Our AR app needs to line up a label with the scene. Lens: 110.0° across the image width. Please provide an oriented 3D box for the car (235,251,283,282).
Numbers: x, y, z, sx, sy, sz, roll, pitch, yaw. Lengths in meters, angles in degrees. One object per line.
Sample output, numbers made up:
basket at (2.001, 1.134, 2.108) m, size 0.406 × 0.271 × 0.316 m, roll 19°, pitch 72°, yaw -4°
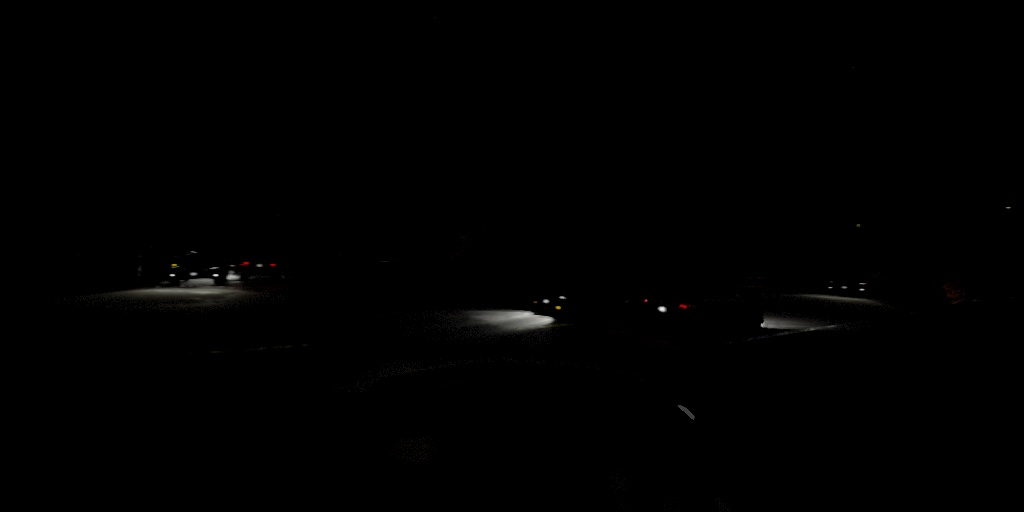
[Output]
car at (-17.576, 0.687, 25.218) m, size 2.150 × 2.045 × 5.566 m, roll 3°, pitch -1°, yaw -32°

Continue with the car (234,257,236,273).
car at (-25.495, 0.776, 32.143) m, size 2.128 × 1.511 × 4.902 m, roll 3°, pitch -1°, yaw -33°

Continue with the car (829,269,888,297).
car at (27.170, 2.071, 28.068) m, size 5.566 × 2.045 × 2.150 m, roll 2°, pitch -1°, yaw -30°

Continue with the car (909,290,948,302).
car at (30.267, 2.472, 25.603) m, size 5.357 × 1.411 × 2.033 m, roll 2°, pitch -1°, yaw -30°

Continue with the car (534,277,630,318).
car at (2.957, 1.517, 13.965) m, size 4.181 × 1.385 × 1.994 m, roll 2°, pitch -1°, yaw -30°

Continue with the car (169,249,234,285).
car at (-18.774, 0.589, 21.787) m, size 2.150 × 2.045 × 5.566 m, roll 3°, pitch -1°, yaw -33°

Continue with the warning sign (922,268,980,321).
warning sign at (17.138, 1.520, 13.935) m, size 1.060 × 1.860 × 1.300 m, roll 0°, pitch 0°, yaw -31°

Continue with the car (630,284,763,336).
car at (6.127, 1.595, 11.522) m, size 4.181 × 1.385 × 1.994 m, roll 2°, pitch -1°, yaw -30°
